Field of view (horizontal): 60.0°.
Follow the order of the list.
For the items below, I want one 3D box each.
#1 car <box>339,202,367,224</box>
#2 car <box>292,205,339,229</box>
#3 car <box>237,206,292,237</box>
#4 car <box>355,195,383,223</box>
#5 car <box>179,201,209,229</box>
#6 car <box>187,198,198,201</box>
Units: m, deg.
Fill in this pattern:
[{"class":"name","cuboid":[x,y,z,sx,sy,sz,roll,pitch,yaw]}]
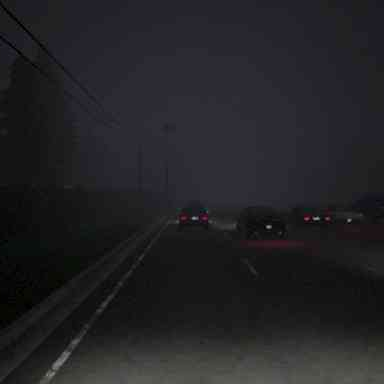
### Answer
[{"class":"car","cuboid":[10.611,1.605,24.645,1.895,1.301,4.718,0,0,0]},{"class":"car","cuboid":[7.110,1.551,21.351,2.033,1.411,5.357,0,0,0]},{"class":"car","cuboid":[3.608,1.481,18.087,1.882,1.535,5.008,0,0,0]},{"class":"car","cuboid":[14.111,1.226,25.490,2.150,2.045,5.566,0,0,0]},{"class":"car","cuboid":[0.110,1.551,21.562,2.033,1.411,5.357,0,0,0]},{"class":"car","cuboid":[0.102,1.533,42.027,1.812,1.442,4.674,0,0,0]}]
